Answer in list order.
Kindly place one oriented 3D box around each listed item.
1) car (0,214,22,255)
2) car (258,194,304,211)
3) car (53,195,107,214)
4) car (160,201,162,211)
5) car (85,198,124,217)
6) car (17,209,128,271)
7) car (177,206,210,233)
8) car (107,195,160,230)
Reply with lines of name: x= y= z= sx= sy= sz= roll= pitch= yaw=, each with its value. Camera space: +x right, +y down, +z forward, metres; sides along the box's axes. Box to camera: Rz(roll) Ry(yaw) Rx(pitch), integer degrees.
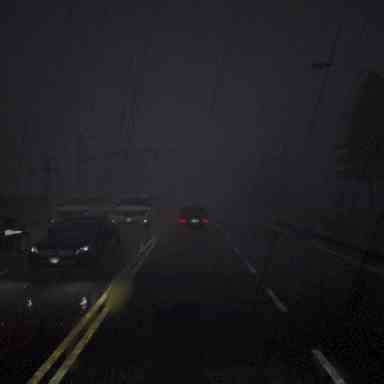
car: x=-7.088 y=1.502 z=10.905 sx=1.837 sy=1.490 sz=4.892 roll=0 pitch=0 yaw=0
car: x=10.871 y=1.211 z=40.530 sx=5.566 sy=2.045 sz=2.150 roll=0 pitch=-1 yaw=-7
car: x=-7.064 y=1.215 z=21.642 sx=2.150 sy=2.045 sz=5.566 roll=0 pitch=0 yaw=1
car: x=-3.503 y=1.108 z=27.132 sx=1.837 sy=1.490 sz=4.892 roll=0 pitch=0 yaw=0
car: x=-7.003 y=1.203 z=27.102 sx=1.895 sy=1.301 sz=4.718 roll=0 pitch=0 yaw=0
car: x=-3.589 y=1.523 z=11.017 sx=1.812 sy=1.442 sz=4.674 roll=0 pitch=0 yaw=0
car: x=0.098 y=1.542 z=19.630 sx=2.033 sy=1.411 sz=5.357 roll=0 pitch=0 yaw=0
car: x=-3.570 y=1.216 z=21.510 sx=2.150 sy=2.045 sz=5.566 roll=0 pitch=0 yaw=0
